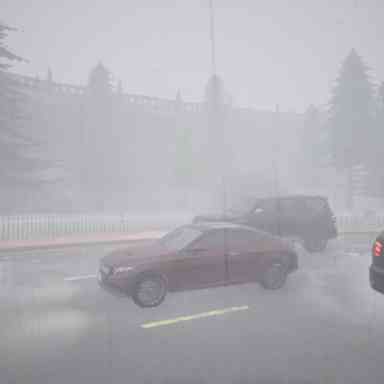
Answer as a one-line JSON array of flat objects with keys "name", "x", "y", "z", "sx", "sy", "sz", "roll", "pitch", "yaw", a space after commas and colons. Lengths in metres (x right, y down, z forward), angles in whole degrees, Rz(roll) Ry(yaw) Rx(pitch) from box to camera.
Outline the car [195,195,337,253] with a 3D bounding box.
[{"name": "car", "x": 2.668, "y": 1.121, "z": 12.367, "sx": 5.566, "sy": 2.045, "sz": 2.150, "roll": 0, "pitch": 0, "yaw": -18}]

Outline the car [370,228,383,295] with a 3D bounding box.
[{"name": "car", "x": 5.986, "y": 1.217, "z": 6.028, "sx": 5.566, "sy": 2.045, "sz": 2.150, "roll": 0, "pitch": 0, "yaw": -17}]

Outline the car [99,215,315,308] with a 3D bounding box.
[{"name": "car", "x": 0.286, "y": 1.448, "z": 7.622, "sx": 4.674, "sy": 1.442, "sz": 1.812, "roll": 0, "pitch": 0, "yaw": -24}]
